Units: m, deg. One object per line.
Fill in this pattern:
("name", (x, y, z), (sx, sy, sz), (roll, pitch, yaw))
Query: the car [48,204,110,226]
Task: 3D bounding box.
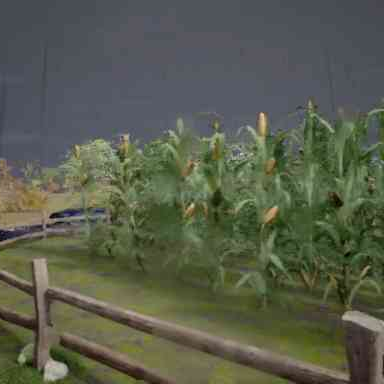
("car", (-7.875, 1.549, 23.518), (1.994, 1.385, 4.181), (0, 0, 37))
